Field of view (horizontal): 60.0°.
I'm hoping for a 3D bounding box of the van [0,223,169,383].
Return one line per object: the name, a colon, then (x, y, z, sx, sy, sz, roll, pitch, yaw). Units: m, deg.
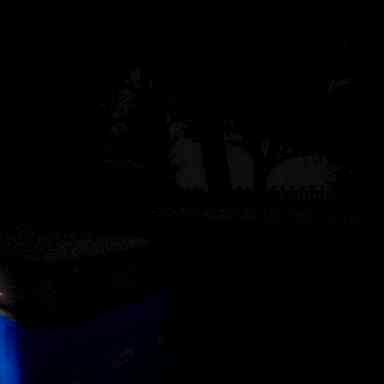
van: (-2.174, 1.355, 4.262, 3.998, 1.788, 1.690, 0, 0, 35)
